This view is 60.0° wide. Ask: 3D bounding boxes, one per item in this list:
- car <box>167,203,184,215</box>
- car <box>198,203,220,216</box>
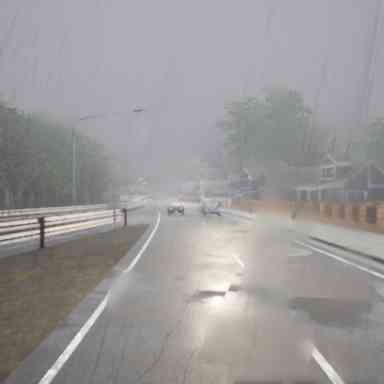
[{"bbox_3d":[-2.007,1.955,39.493,1.895,1.301,4.718,0,-1,-6],"label":"car"},{"bbox_3d":[1.825,1.841,35.905,2.033,1.411,5.357,0,-1,-5],"label":"car"}]
